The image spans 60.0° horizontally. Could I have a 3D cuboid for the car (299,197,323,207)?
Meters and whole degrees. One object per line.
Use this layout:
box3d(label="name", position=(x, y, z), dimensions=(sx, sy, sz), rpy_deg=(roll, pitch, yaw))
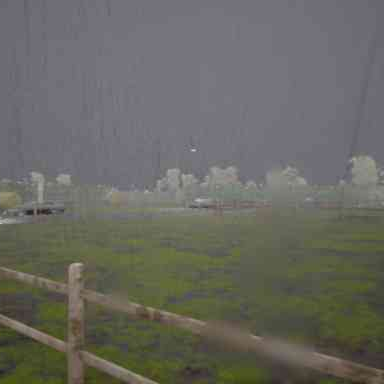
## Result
box3d(label="car", position=(19.147, 1.567, 53.382), dimensions=(4.674, 1.442, 1.812), rpy_deg=(0, 0, -36))

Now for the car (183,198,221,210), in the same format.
box3d(label="car", position=(1.449, 1.539, 43.122), dimensions=(5.357, 1.411, 2.033), rpy_deg=(0, 0, -40))

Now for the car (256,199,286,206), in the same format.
box3d(label="car", position=(11.245, 1.627, 47.340), dimensions=(4.718, 1.301, 1.895), rpy_deg=(0, 0, -37))

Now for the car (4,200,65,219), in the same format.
box3d(label="car", position=(-13.717, 1.457, 29.277), dimensions=(4.902, 1.511, 2.128), rpy_deg=(0, 0, -44))
